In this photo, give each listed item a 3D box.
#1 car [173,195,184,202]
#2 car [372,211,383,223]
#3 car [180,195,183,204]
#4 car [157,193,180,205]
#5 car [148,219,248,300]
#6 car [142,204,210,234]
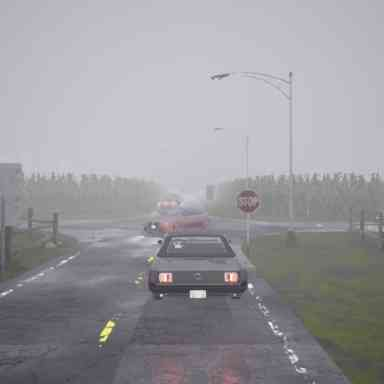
[{"bbox_3d":[-2.743,1.377,70.742,2.128,1.511,4.902,0,0,0],"label":"car"},{"bbox_3d":[15.323,1.692,23.945,4.181,1.385,1.994,0,-1,1],"label":"car"},{"bbox_3d":[-2.837,1.217,47.957,2.150,2.045,5.566,0,0,0],"label":"car"},{"bbox_3d":[-2.843,1.351,38.262,2.097,1.767,4.553,0,0,0],"label":"car"},{"bbox_3d":[0.072,1.603,8.374,1.895,1.301,4.718,0,0,-1],"label":"car"},{"bbox_3d":[-0.731,1.568,18.303,1.994,1.385,4.181,0,0,38],"label":"car"}]
